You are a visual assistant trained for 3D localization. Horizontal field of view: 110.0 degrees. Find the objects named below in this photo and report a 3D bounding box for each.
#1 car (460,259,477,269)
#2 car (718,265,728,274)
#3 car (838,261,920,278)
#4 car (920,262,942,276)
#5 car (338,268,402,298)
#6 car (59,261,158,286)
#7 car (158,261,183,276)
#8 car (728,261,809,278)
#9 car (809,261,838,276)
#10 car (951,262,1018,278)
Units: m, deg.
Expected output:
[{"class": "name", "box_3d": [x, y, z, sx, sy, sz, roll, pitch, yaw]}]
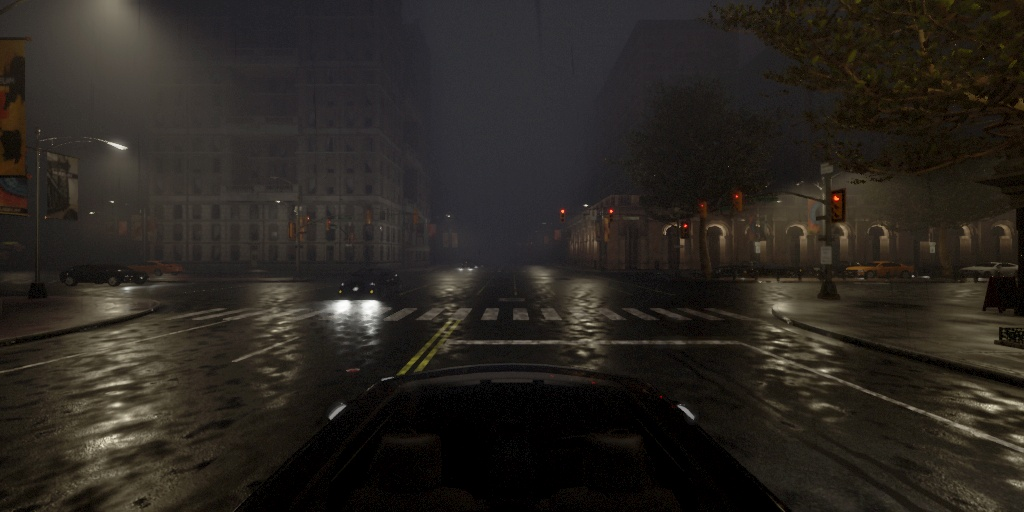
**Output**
[{"class": "car", "box_3d": [-7.173, 1.255, 57.994, 1.837, 1.490, 4.892, 0, 0, 0]}, {"class": "car", "box_3d": [23.288, 1.241, 35.900, 4.902, 1.511, 2.128, 0, 0, 0]}, {"class": "car", "box_3d": [33.053, 1.228, 32.357, 5.008, 1.535, 1.882, 0, 0, 0]}, {"class": "car", "box_3d": [42.935, 1.314, 35.805, 4.181, 1.385, 1.994, 0, 0, 0]}, {"class": "car", "box_3d": [-7.126, 1.314, 18.344, 1.994, 1.385, 4.181, 0, 0, 0]}, {"class": "car", "box_3d": [-27.647, 1.255, 24.418, 4.892, 1.490, 1.837, 0, 0, 0]}, {"class": "car", "box_3d": [-36.208, 1.228, 36.137, 5.008, 1.535, 1.882, 0, 0, 0]}, {"class": "car", "box_3d": [23.088, 1.297, 32.400, 5.357, 1.411, 2.033, 0, 0, 0]}, {"class": "car", "box_3d": [32.886, 1.241, 35.861, 4.902, 1.511, 2.128, 0, 0, 0]}, {"class": "car", "box_3d": [43.279, 1.276, 32.304, 4.674, 1.442, 1.812, 0, 0, 1]}]
